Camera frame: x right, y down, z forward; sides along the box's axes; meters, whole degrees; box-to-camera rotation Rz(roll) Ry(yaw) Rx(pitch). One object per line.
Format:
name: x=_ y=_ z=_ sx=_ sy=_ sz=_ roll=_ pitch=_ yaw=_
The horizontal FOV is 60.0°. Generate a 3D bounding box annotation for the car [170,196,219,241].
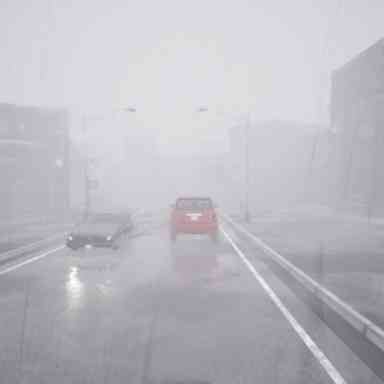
car: x=0.095 y=1.182 z=16.559 sx=2.150 sy=2.045 sz=5.566 roll=0 pitch=0 yaw=0

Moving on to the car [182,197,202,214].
car: x=-0.041 y=1.304 z=34.942 sx=1.882 sy=1.535 sz=5.008 roll=0 pitch=1 yaw=-2

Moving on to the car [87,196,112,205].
car: x=-15.745 y=1.420 z=56.328 sx=4.181 sy=1.385 sz=1.994 roll=-1 pitch=2 yaw=26

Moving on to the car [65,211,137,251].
car: x=-3.604 y=1.518 z=14.269 sx=2.033 sy=1.411 sz=5.357 roll=0 pitch=0 yaw=0
